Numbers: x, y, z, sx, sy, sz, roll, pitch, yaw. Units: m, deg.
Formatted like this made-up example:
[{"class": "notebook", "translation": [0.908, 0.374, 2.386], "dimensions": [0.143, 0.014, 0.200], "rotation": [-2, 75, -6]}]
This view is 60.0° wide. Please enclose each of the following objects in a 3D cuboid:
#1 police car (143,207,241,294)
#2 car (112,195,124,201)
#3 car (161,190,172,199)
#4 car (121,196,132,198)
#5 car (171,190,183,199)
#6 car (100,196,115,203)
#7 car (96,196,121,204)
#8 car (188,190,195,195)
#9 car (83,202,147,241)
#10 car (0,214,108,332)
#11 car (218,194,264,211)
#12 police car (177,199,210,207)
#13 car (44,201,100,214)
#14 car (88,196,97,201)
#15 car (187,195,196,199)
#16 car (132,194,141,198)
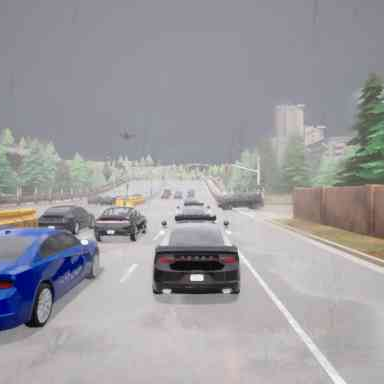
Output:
[{"class": "police car", "translation": [0.093, 1.425, 8.910], "dimensions": [1.930, 1.638, 5.238], "rotation": [0, 0, 0]}, {"class": "car", "translation": [-17.617, 1.501, 79.358], "dimensions": [1.895, 1.301, 4.718], "rotation": [0, 1, 0]}, {"class": "car", "translation": [-7.175, 1.071, 88.574], "dimensions": [1.994, 1.385, 4.181], "rotation": [0, 4, 0]}, {"class": "car", "translation": [-14.065, 1.491, 66.350], "dimensions": [2.128, 1.511, 4.902], "rotation": [0, 0, 0]}, {"class": "car", "translation": [-3.672, 0.903, 88.152], "dimensions": [2.097, 1.767, 4.553], "rotation": [0, 3, 0]}, {"class": "car", "translation": [-17.559, 1.552, 69.300], "dimensions": [1.994, 1.385, 4.181], "rotation": [0, 0, 0]}, {"class": "car", "translation": [-14.123, 1.547, 56.727], "dimensions": [2.033, 1.411, 5.357], "rotation": [0, 0, 0]}, {"class": "car", "translation": [-0.181, 0.977, 89.571], "dimensions": [2.128, 1.511, 4.902], "rotation": [0, 4, 0]}, {"class": "car", "translation": [-3.422, 1.491, 16.569], "dimensions": [2.128, 1.511, 4.902], "rotation": [0, 0, 1]}, {"class": "car", "translation": [-3.406, 1.478, 6.995], "dimensions": [1.882, 1.535, 5.008], "rotation": [0, 0, 0]}, {"class": "car", "translation": [5.890, 1.222, 40.020], "dimensions": [5.566, 2.045, 2.150], "rotation": [0, 0, -5]}, {"class": "police car", "translation": [0.084, 1.425, 18.813], "dimensions": [1.930, 1.638, 5.238], "rotation": [0, 0, 0]}, {"class": "car", "translation": [-6.915, 1.505, 18.770], "dimensions": [1.837, 1.490, 4.892], "rotation": [0, 0, 0]}, {"class": "car", "translation": [-17.603, 1.505, 60.678], "dimensions": [1.837, 1.490, 4.892], "rotation": [0, 0, 0]}, {"class": "car", "translation": [-0.163, 1.601, 53.185], "dimensions": [1.895, 1.301, 4.718], "rotation": [0, 0, -3]}, {"class": "car", "translation": [-14.153, 1.225, 85.038], "dimensions": [2.128, 1.511, 4.902], "rotation": [0, 2, 0]}]
